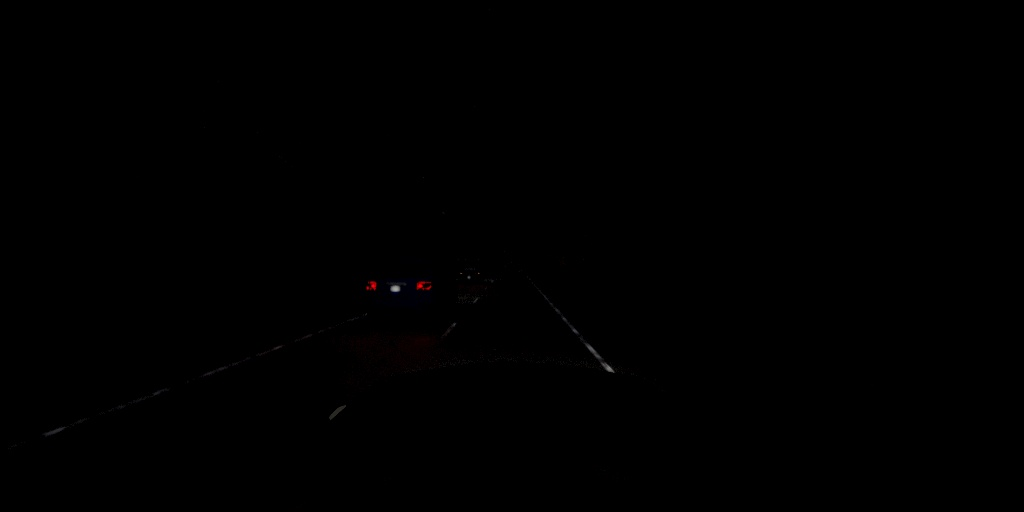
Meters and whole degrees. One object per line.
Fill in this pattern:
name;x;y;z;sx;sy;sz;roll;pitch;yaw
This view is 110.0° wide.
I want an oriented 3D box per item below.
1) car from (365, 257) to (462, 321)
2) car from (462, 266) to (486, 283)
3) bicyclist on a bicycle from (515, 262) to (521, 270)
car;-3.404;1.075;13.159;2.150;2.045;5.566;0;-1;0
car;-3.428;1.541;30.804;1.812;1.442;4.674;0;-1;0
bicyclist on a bicycle;0.942;1.690;56.838;0.866;1.612;1.509;0;-1;0
